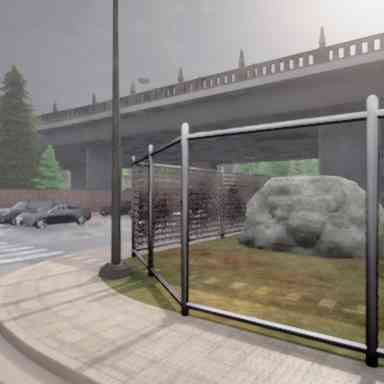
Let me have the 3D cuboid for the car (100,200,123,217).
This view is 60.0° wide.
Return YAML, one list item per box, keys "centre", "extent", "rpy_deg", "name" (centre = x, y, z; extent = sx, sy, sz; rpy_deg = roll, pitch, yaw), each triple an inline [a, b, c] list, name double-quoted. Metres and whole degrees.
- centre: [-6.391, 1.516, 31.398]
  extent: [1.882, 1.535, 5.008]
  rpy_deg: [0, 0, 36]
  name: "car"

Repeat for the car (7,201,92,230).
- centre: [-8.944, 1.532, 21.836]
  extent: [2.128, 1.511, 4.902]
  rpy_deg: [0, 0, 36]
  name: "car"

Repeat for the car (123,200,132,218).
- centre: [-3.541, 1.566, 29.365]
  extent: [1.812, 1.442, 4.674]
  rpy_deg: [0, 0, 36]
  name: "car"

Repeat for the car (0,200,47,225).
- centre: [-11.766, 1.390, 23.904]
  extent: [2.097, 1.767, 4.553]
  rpy_deg: [0, 0, 36]
  name: "car"
